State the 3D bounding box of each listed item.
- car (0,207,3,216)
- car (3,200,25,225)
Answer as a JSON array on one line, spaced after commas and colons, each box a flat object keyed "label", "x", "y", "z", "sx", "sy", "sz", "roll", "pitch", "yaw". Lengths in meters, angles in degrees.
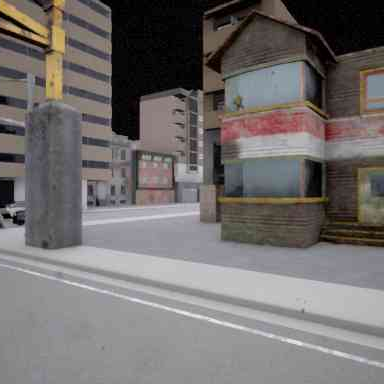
[{"label": "car", "x": -13.222, "y": 1.233, "z": 25.685, "sx": 4.536, "sy": 1.218, "sz": 1.853, "roll": 0, "pitch": 0, "yaw": -30}, {"label": "car", "x": -10.065, "y": 1.397, "z": 22.985, "sx": 2.038, "sy": 1.542, "sz": 4.974, "roll": 0, "pitch": 0, "yaw": 15}]
